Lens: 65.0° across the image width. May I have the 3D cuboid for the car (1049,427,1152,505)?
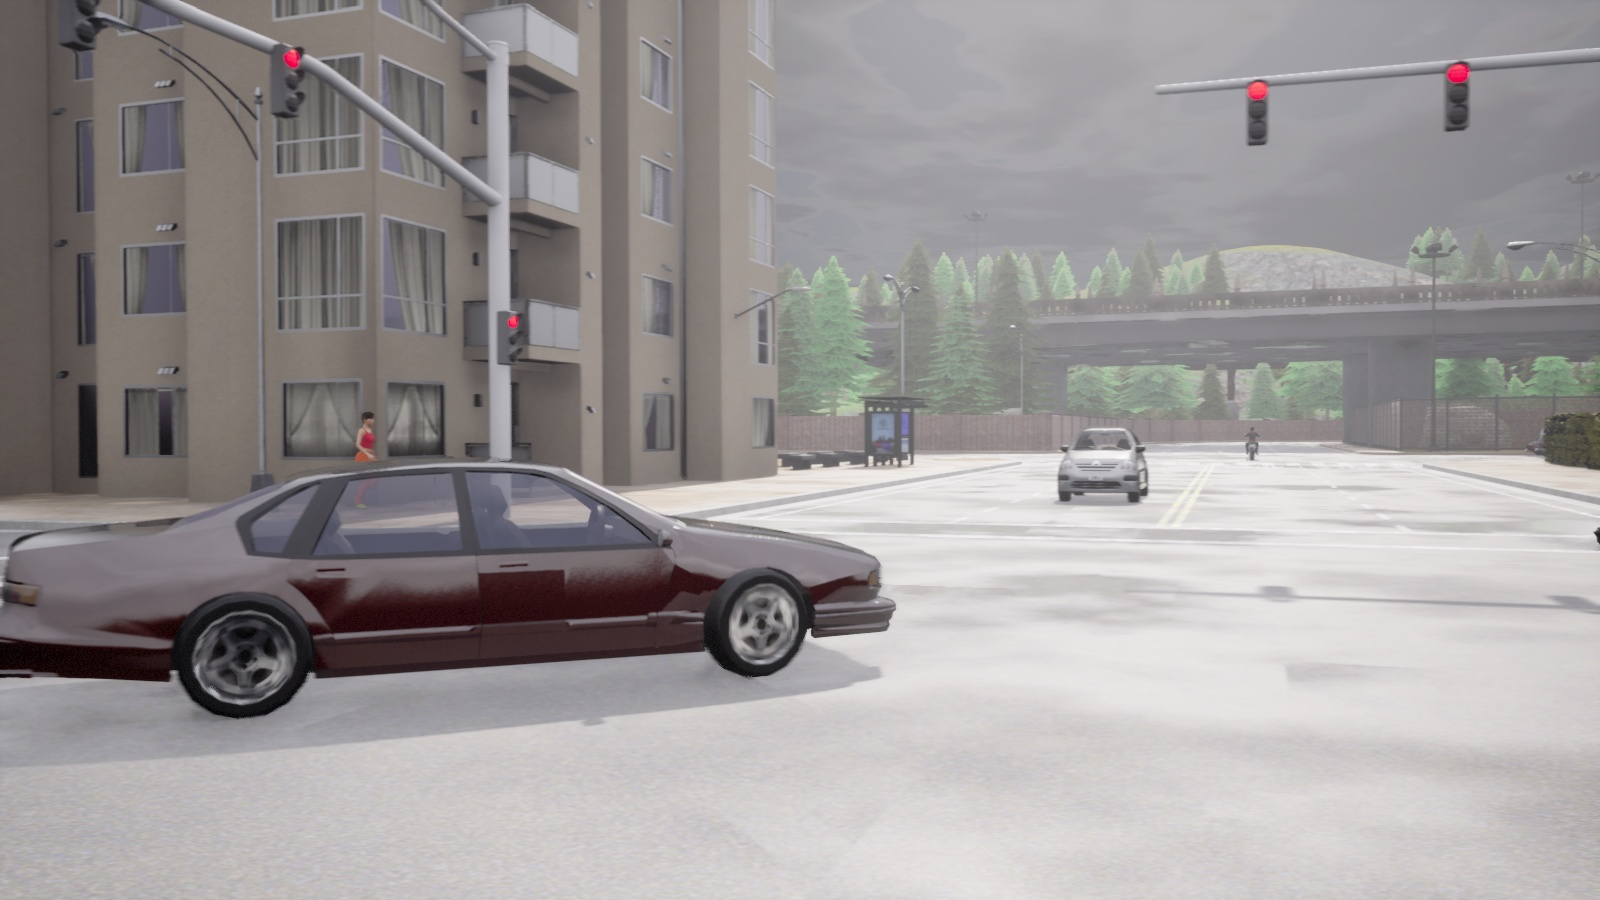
[{"bbox_3d":[6.822,0.298,28.231,1.851,1.617,3.988,1,1,19],"label":"car"}]

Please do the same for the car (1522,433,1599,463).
[{"bbox_3d":[40.077,-0.112,64.576,4.792,1.488,2.163,1,1,19],"label":"car"}]

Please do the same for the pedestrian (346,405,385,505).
[{"bbox_3d":[-7.998,0.085,23.124,0.594,1.836,0.345,0,1,8],"label":"pedestrian"}]

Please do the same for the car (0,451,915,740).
[{"bbox_3d":[-2.119,0.735,8.176,5.357,1.411,2.033,0,1,-21],"label":"car"}]
